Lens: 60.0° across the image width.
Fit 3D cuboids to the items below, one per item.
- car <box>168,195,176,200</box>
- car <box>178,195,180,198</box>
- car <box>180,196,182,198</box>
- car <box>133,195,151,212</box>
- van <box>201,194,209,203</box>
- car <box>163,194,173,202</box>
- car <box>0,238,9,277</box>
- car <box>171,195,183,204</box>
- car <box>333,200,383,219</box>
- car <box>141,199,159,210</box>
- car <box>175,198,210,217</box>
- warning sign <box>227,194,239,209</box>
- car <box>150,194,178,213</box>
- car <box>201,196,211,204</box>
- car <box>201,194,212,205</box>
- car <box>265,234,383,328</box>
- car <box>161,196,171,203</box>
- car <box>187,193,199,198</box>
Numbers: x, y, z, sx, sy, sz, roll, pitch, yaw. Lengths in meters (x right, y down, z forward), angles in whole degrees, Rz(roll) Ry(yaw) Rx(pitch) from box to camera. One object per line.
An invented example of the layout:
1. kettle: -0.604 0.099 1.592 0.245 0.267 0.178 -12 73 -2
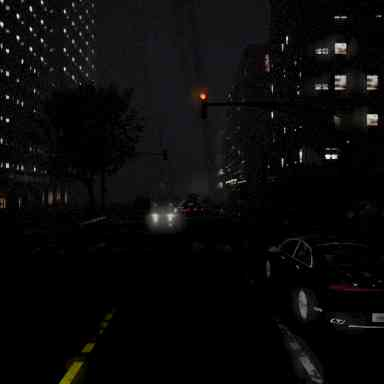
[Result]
1. car: -5.561 1.654 94.536 2.008 1.369 4.403 0 0 0
2. car: -3.031 1.505 46.132 1.882 1.535 5.008 0 0 0
3. car: -3.017 1.563 55.441 1.812 1.442 4.674 0 0 1
4. car: -5.637 1.336 39.308 2.192 1.841 5.009 0 0 0
5. van: 2.789 1.402 72.434 1.690 1.788 3.998 0 0 0
6. car: -5.584 1.385 77.967 2.192 1.841 5.009 0 0 0
7. car: -5.681 1.545 6.919 1.887 1.381 4.507 0 0 0
8. car: -2.949 1.402 65.372 2.097 1.767 4.553 0 0 1
9. car: 13.462 1.350 26.299 4.403 1.369 2.008 -1 1 0
10. car: -5.630 1.592 44.831 1.947 1.339 4.313 0 0 0
11. car: -0.098 1.560 31.131 2.033 1.411 5.357 0 0 -9
12. warning sign: 5.127 1.138 41.418 1.300 1.860 1.060 0 0 0
13. car: -3.048 1.371 37.042 2.097 1.767 4.553 0 0 0
14. car: 2.782 1.577 67.080 1.752 1.417 4.829 0 0 0
15. car: 2.774 1.610 61.387 1.947 1.339 4.313 0 0 0
16. car: 2.699 1.551 6.908 2.008 1.369 4.403 0 0 0
17. car: -5.592 1.627 72.445 1.947 1.339 4.313 0 0 0
18. car: 0.187 1.264 61.713 2.150 2.045 5.566 0 0 0
